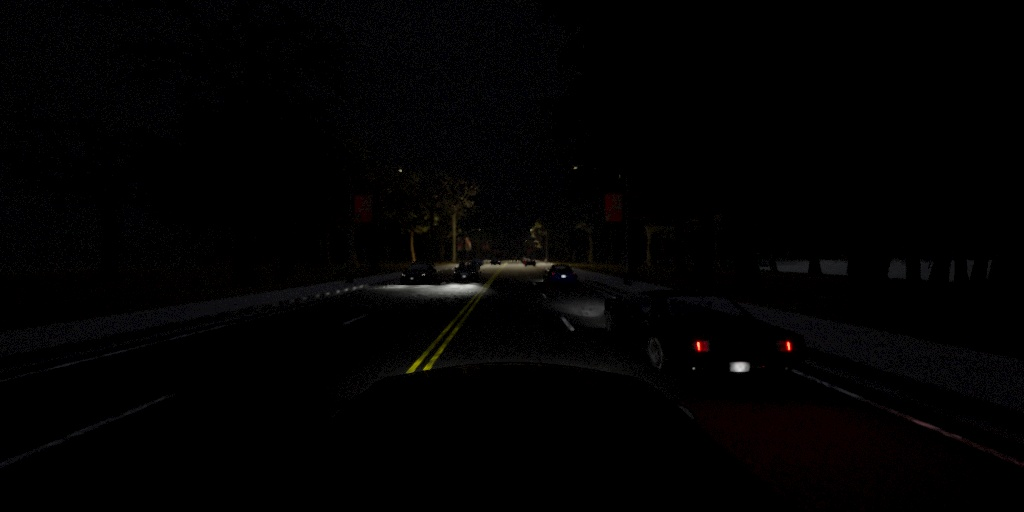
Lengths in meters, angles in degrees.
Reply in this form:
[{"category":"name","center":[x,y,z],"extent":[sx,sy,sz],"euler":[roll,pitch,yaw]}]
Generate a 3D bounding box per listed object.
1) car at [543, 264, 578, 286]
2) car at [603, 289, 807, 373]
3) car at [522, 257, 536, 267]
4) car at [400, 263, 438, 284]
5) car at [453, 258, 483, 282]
[{"category":"car","center":[3.306,1.261,24.919],"extent":[1.994,1.385,4.181],"euler":[0,0,0]},{"category":"car","center":[3.344,1.336,7.479],"extent":[1.895,1.301,4.718],"euler":[0,0,0]},{"category":"car","center":[3.278,1.232,64.116],"extent":[1.895,1.301,4.718],"euler":[0,0,0]},{"category":"car","center":[-6.639,1.222,26.107],"extent":[1.812,1.442,4.674],"euler":[0,0,0]},{"category":"car","center":[-3.392,1.183,27.913],"extent":[2.128,1.511,4.902],"euler":[0,0,0]}]
